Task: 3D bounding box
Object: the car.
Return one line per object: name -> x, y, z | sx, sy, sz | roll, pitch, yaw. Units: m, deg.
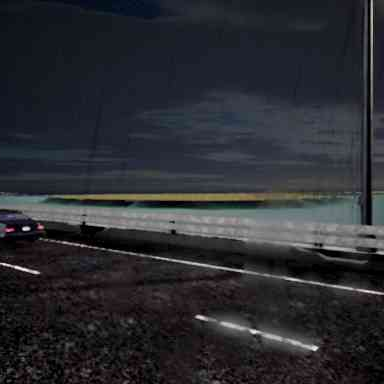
car -> -8.486, 1.464, 14.404 | 5.357, 1.411, 2.033 | 0, 0, 36
